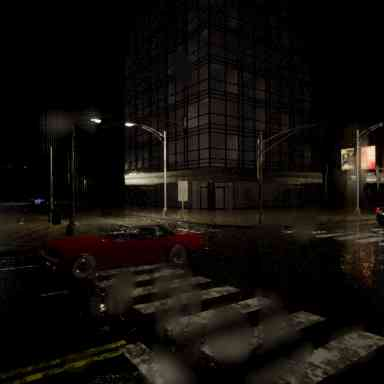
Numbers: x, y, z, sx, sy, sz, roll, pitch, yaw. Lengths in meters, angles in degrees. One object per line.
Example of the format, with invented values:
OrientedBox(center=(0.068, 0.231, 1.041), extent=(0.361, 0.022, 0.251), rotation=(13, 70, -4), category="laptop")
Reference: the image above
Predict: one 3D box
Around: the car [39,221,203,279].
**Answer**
OrientedBox(center=(-2.049, 1.601, 10.188), extent=(4.718, 1.301, 1.895), rotation=(0, 0, -35), category="car")

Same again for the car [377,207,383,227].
OrientedBox(center=(14.394, 1.221, 21.813), extent=(5.566, 2.045, 2.150), rotation=(-1, 1, -35), category="car")

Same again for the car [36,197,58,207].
OrientedBox(center=(-23.003, 1.714, 53.211), extent=(1.895, 1.301, 4.718), rotation=(0, 0, -35), category="car")

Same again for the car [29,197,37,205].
OrientedBox(center=(-28.697, 1.691, 61.444), extent=(2.033, 1.411, 5.357), rotation=(0, 0, -36), category="car")
